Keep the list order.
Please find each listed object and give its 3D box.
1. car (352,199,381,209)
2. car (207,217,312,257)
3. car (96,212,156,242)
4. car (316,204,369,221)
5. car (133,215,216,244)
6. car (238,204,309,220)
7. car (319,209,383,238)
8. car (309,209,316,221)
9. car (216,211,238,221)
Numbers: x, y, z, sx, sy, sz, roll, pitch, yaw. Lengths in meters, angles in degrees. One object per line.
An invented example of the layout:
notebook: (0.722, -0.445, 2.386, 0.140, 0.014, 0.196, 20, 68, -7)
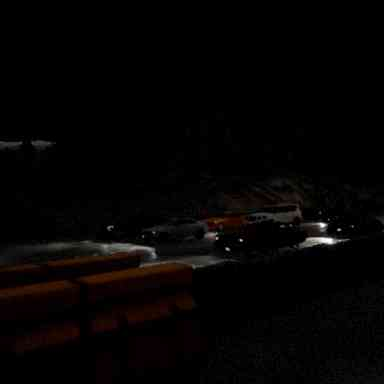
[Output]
car: (22.462, 1.940, 43.298, 5.566, 2.045, 2.150, 0, -2, -37)
car: (3.228, 2.075, 15.322, 4.718, 1.301, 1.895, 0, -3, -38)
car: (-4.201, 2.317, 22.843, 4.553, 1.767, 2.097, 0, -3, -38)
car: (15.113, 2.242, 33.306, 5.357, 1.411, 2.033, -1, -2, -38)
car: (-1.007, 2.325, 20.889, 4.674, 1.442, 1.812, 0, -3, -38)
car: (6.649, 1.996, 26.822, 5.566, 2.045, 2.150, 0, -3, -38)
car: (10.151, 2.016, 20.675, 4.181, 1.385, 1.994, 0, -3, -38)
car: (11.504, 2.422, 34.944, 5.357, 1.411, 2.033, -1, -2, -38)
car: (3.095, 2.420, 28.486, 5.008, 1.535, 1.882, 0, -3, -38)
